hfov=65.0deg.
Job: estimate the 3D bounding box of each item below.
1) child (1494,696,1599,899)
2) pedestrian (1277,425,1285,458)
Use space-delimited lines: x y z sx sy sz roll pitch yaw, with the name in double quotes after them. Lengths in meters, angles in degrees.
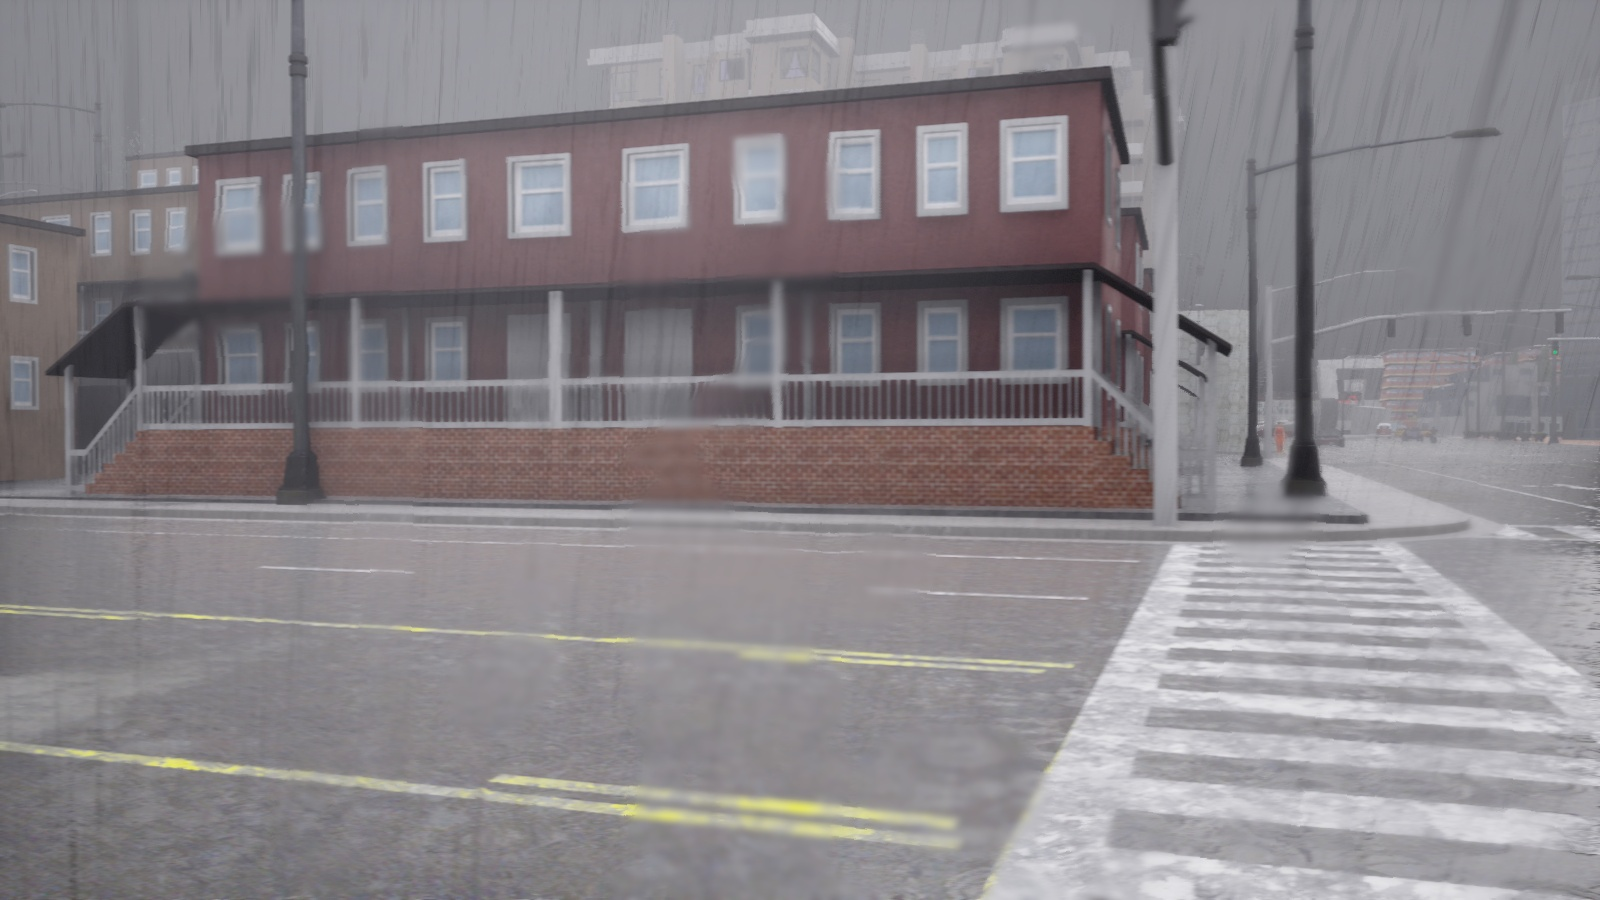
0.903 0.877 1.113 0.437 1.263 0.270 0 1 1 "child"
26.612 -0.462 69.488 0.345 1.836 0.594 1 1 19 "pedestrian"
